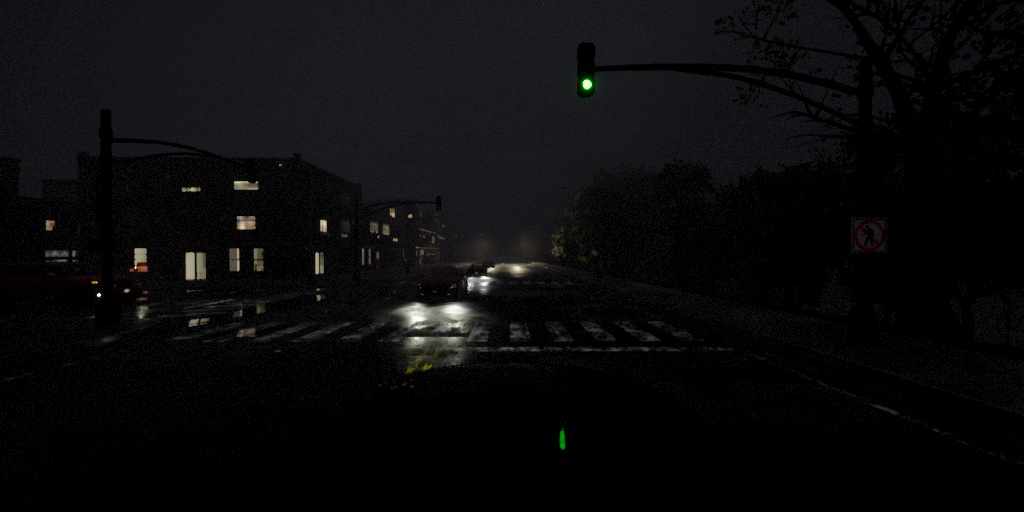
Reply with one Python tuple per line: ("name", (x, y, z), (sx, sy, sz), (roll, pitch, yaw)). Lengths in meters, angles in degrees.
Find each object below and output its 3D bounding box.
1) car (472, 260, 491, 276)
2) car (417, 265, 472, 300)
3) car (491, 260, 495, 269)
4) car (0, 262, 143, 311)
("car", (-3.475, 1.357, 37.006), (1.895, 1.301, 4.718), (0, 0, 0))
("car", (-3.332, 1.258, 17.925), (1.882, 1.535, 5.008), (0, 0, 0))
("car", (-3.642, 1.298, 56.733), (2.033, 1.411, 5.357), (0, 0, 0))
("car", (-20.334, 1.274, 16.278), (5.566, 2.045, 2.150), (-1, 1, -1))
